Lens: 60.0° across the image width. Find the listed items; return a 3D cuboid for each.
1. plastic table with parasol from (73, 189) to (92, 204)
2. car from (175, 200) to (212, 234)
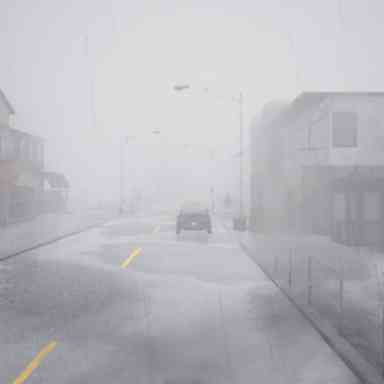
[{"bbox_3d":[-19.156,0.741,58.281,2.482,2.480,2.482,0,0,0],"label":"plastic table with parasol"},{"bbox_3d":[0.092,1.418,18.877,1.882,1.535,5.008,0,0,0],"label":"car"}]
